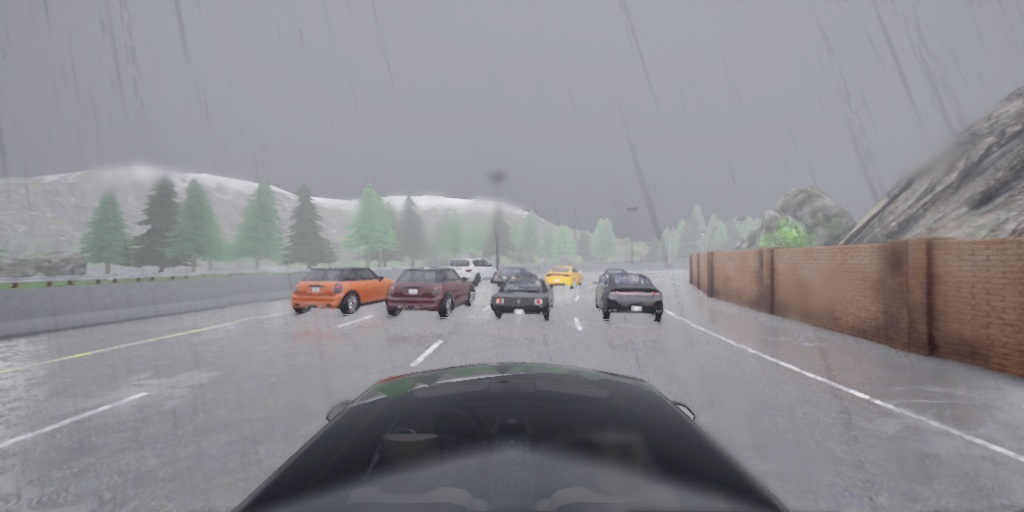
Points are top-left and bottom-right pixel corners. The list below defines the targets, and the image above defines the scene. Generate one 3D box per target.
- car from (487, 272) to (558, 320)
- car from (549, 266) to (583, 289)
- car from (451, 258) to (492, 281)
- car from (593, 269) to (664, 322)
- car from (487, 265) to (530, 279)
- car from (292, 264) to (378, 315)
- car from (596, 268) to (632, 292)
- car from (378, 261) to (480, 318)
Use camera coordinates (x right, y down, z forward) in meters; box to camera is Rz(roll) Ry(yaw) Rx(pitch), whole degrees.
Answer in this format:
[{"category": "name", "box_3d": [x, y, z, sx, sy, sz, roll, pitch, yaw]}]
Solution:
[{"category": "car", "box_3d": [0.565, 1.459, 13.314, 1.895, 1.301, 4.718, 0, 0, 9]}, {"category": "car", "box_3d": [3.821, 1.461, 25.776, 1.882, 1.535, 5.008, 0, 0, 21]}, {"category": "car", "box_3d": [-2.942, 1.198, 27.734, 2.150, 2.045, 5.566, 0, 0, 20]}, {"category": "car", "box_3d": [4.067, 1.358, 12.991, 2.128, 1.511, 4.902, 0, 0, 9]}, {"category": "car", "box_3d": [0.338, 1.527, 26.511, 2.033, 1.411, 5.357, 0, -1, 20]}, {"category": "car", "box_3d": [-6.361, 1.198, 14.312, 2.097, 1.767, 4.553, 0, -1, 9]}, {"category": "car", "box_3d": [7.033, 1.544, 24.395, 1.994, 1.385, 4.181, 0, -1, 21]}, {"category": "car", "box_3d": [-2.898, 1.203, 13.802, 2.097, 1.767, 4.553, 0, -1, 9]}]
